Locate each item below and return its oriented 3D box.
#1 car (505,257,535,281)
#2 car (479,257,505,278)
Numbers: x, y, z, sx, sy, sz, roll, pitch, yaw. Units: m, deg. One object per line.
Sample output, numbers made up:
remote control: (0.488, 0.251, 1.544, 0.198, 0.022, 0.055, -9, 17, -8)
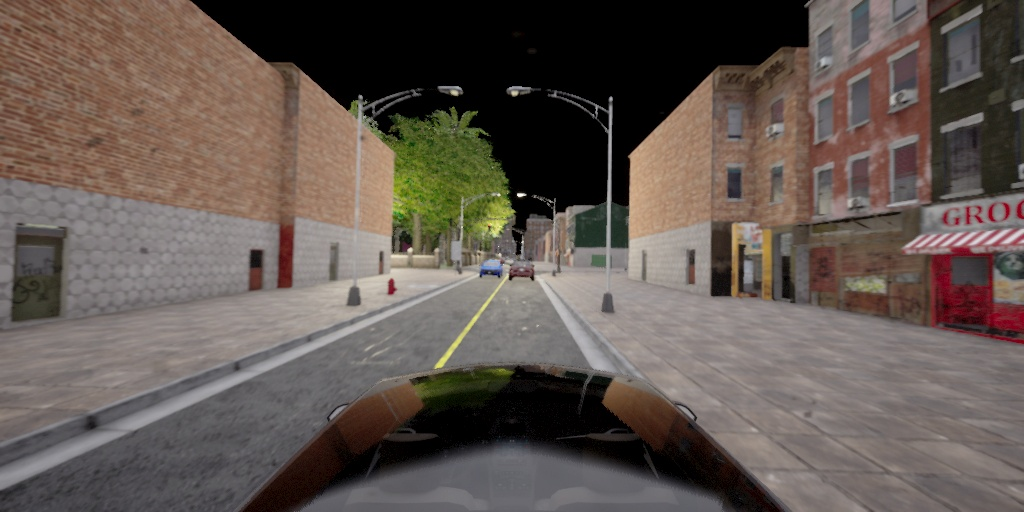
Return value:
car: (0.839, 1.102, 30.510, 2.097, 1.767, 4.553, 1, 0, 2)
car: (-1.859, 1.169, 33.217, 1.882, 1.535, 5.008, 1, 0, 2)
